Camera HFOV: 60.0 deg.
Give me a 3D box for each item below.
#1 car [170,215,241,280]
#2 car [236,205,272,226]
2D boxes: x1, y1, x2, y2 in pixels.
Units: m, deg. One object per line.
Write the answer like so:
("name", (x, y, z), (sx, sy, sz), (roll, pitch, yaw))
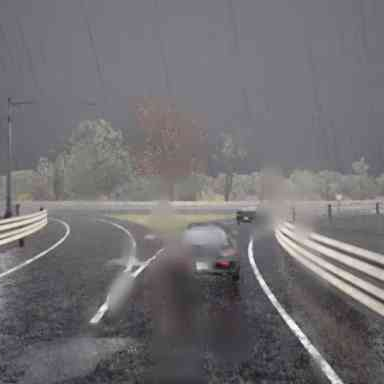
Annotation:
("car", (0.470, 1.645, 10.273), (1.812, 1.442, 4.674), (0, 0, 5))
("car", (5.032, 1.785, 26.635), (1.882, 1.535, 5.008), (0, -1, 25))
